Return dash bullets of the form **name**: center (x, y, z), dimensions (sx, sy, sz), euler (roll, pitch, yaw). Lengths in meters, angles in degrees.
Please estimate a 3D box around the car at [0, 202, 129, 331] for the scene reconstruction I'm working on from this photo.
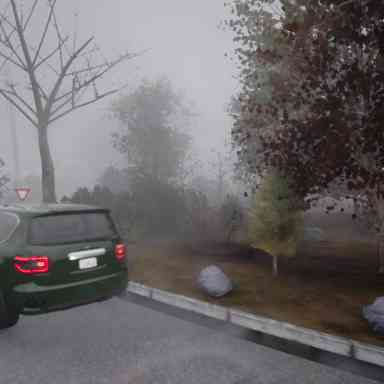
- **car**: center (-3.650, 1.245, 7.220), dimensions (5.566, 2.045, 2.150), euler (0, 0, 43)
